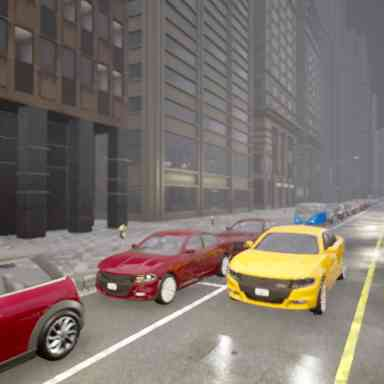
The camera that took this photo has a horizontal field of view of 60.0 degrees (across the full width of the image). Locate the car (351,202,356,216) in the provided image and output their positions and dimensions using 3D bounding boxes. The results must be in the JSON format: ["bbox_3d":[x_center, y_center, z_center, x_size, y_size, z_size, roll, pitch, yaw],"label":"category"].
[{"bbox_3d":[16.904,2.085,37.372,1.947,1.339,4.313,0,-1,31],"label":"car"}]

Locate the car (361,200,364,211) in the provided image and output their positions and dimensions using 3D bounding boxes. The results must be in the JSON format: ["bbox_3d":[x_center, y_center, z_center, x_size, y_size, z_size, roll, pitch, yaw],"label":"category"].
[{"bbox_3d":[22.683,2.217,46.968,1.947,1.339,4.313,0,-1,31],"label":"car"}]

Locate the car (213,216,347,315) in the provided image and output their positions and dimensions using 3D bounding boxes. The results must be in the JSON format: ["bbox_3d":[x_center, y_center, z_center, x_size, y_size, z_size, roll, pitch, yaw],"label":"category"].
[{"bbox_3d":[2.565,1.594,8.211,1.882,1.535,5.008,-1,-1,31],"label":"car"}]

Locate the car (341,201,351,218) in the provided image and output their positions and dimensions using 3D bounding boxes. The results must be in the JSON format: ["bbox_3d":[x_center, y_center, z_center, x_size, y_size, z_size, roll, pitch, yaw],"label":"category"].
[{"bbox_3d":[14.015,1.893,32.575,1.967,1.590,4.097,0,-1,31],"label":"car"}]

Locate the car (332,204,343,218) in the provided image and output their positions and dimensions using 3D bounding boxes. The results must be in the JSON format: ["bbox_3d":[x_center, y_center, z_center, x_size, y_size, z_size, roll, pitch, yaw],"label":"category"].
[{"bbox_3d":[11.125,1.969,27.774,1.802,1.307,4.206,0,-1,31],"label":"car"}]

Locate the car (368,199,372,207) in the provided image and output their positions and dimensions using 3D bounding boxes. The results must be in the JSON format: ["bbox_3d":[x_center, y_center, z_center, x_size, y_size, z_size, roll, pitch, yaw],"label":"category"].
[{"bbox_3d":[31.353,2.167,61.367,2.192,1.841,5.009,0,-1,31],"label":"car"}]

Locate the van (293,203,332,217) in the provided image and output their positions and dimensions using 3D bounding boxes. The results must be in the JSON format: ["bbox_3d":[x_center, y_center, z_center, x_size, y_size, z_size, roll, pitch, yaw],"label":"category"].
[{"bbox_3d":[8.236,1.662,22.979,1.690,1.788,3.998,0,-1,31],"label":"van"}]

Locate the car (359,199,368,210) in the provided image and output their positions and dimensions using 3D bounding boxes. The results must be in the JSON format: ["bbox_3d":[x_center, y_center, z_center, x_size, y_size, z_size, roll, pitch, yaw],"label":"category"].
[{"bbox_3d":[25.573,2.033,51.770,2.192,1.841,5.009,0,-1,31],"label":"car"}]

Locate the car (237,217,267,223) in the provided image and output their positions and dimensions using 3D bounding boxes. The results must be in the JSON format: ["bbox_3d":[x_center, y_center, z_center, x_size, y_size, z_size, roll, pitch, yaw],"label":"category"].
[{"bbox_3d":[2.456,1.734,13.380,1.887,1.381,4.507,0,-1,31],"label":"car"}]

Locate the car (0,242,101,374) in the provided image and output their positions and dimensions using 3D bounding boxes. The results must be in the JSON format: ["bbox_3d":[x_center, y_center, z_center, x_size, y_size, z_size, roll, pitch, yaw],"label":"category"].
[{"bbox_3d":[-3.323,1.498,3.783,1.967,1.590,4.097,0,-1,31],"label":"car"}]

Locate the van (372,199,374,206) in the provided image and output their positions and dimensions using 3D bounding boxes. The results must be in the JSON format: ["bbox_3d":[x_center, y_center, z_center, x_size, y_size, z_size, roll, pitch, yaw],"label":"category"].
[{"bbox_3d":[37.131,2.330,70.963,1.690,1.788,3.998,0,-1,31],"label":"van"}]

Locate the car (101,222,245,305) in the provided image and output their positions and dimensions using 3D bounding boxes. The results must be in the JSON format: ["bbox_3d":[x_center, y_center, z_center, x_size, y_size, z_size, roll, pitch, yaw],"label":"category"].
[{"bbox_3d":[-0.434,1.668,8.580,1.887,1.381,4.507,0,-1,31],"label":"car"}]

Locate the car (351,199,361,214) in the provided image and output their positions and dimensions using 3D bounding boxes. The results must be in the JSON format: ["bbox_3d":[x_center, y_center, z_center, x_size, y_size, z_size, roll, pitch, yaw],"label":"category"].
[{"bbox_3d":[19.794,2.025,42.172,1.967,1.590,4.097,0,-1,31],"label":"car"}]
